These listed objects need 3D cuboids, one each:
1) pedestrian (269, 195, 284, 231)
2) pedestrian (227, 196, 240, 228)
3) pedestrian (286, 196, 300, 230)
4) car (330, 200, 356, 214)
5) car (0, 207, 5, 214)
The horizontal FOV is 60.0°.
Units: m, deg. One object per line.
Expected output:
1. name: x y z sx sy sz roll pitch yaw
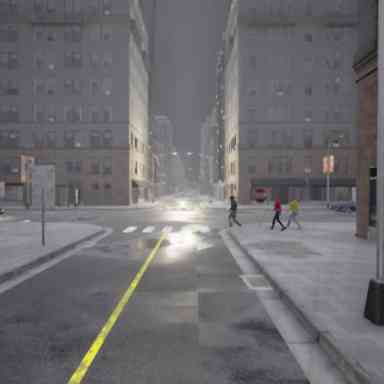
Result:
1. pedestrian: 4.212 1.015 16.585 0.375 1.860 0.375 0 0 0
2. pedestrian: 2.232 1.006 17.785 0.375 1.860 0.375 0 0 0
3. pedestrian: 5.204 1.011 17.184 0.375 1.860 0.375 0 0 0
4. car: 15.304 1.346 30.574 4.718 1.301 1.895 0 0 0
5. car: -18.380 1.370 27.132 5.357 1.411 2.033 0 0 0
